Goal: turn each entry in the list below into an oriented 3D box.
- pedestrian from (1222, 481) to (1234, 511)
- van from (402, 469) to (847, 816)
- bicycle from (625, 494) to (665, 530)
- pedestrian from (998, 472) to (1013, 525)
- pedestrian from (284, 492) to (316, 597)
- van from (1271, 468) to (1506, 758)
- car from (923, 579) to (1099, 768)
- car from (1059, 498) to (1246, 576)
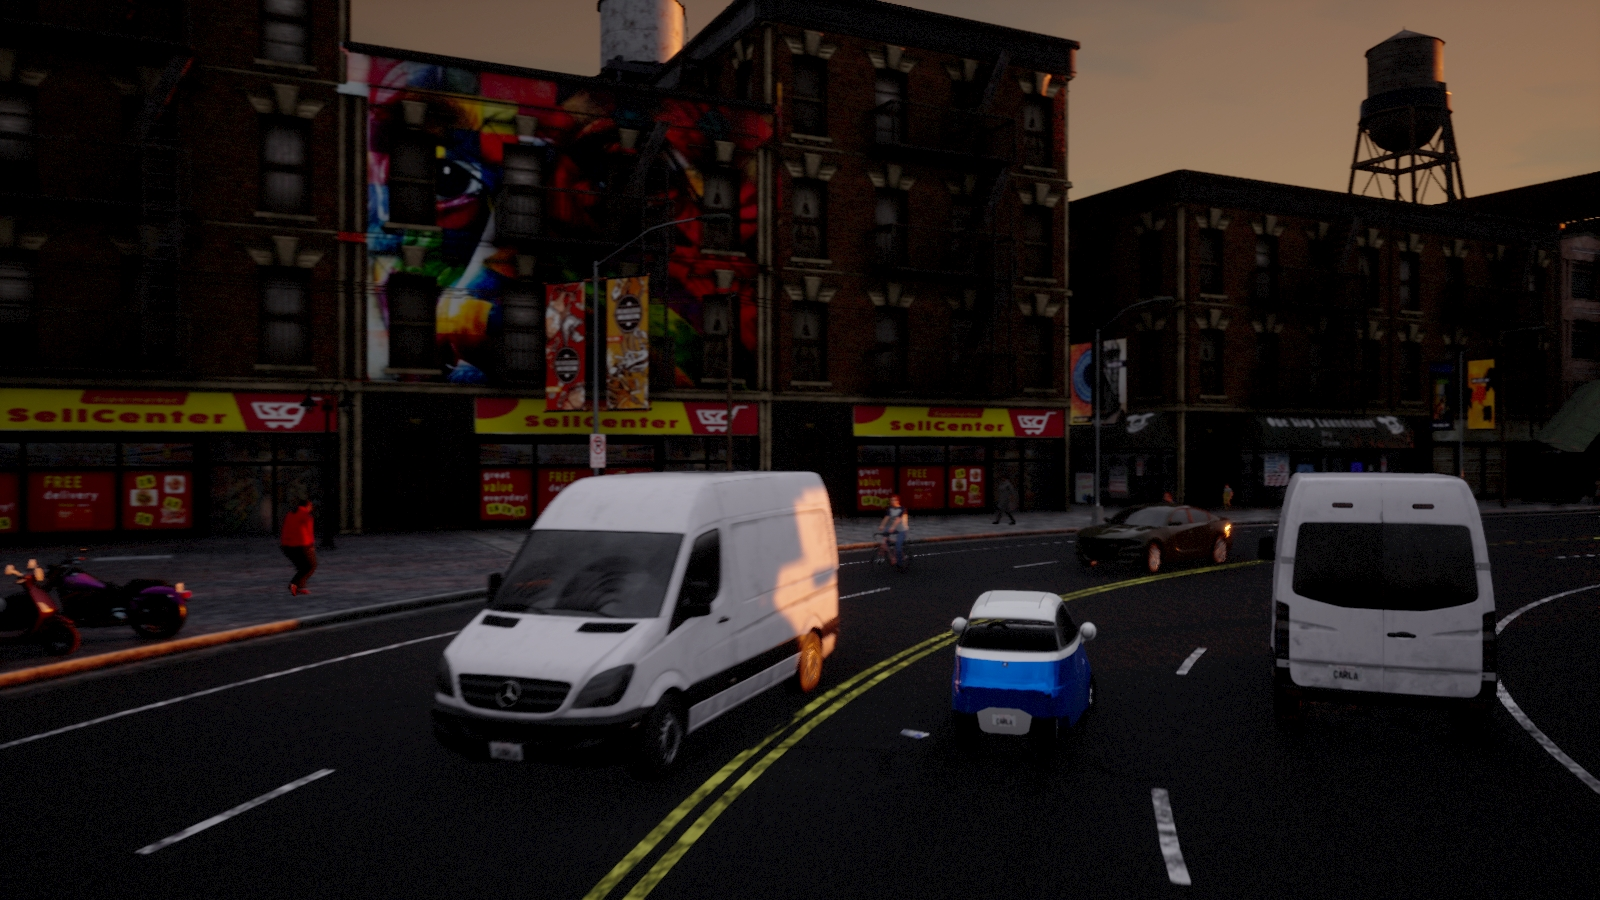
[{"bbox_3d":[18.645,1.988,49.733,0.375,1.300,0.375,0,0,-44],"label":"pedestrian"},{"bbox_3d":[-1.353,1.533,11.902,1.988,2.561,5.915,0,0,20],"label":"van"},{"bbox_3d":[-5.535,2.202,40.817,0.373,1.196,1.643,1,1,37],"label":"bicycle"},{"bbox_3d":[7.245,1.700,40.243,0.375,1.860,0.375,0,0,-29],"label":"pedestrian"},{"bbox_3d":[-9.022,1.690,20.606,0.375,1.860,0.375,0,0,31],"label":"pedestrian"},{"bbox_3d":[6.681,1.538,13.574,1.988,2.561,5.915,0,0,23],"label":"van"},{"bbox_3d":[2.166,2.121,11.387,1.481,1.376,2.207,0,0,17],"label":"car"},{"bbox_3d":[8.677,2.039,27.877,5.006,1.535,2.097,0,0,-43],"label":"car"}]
